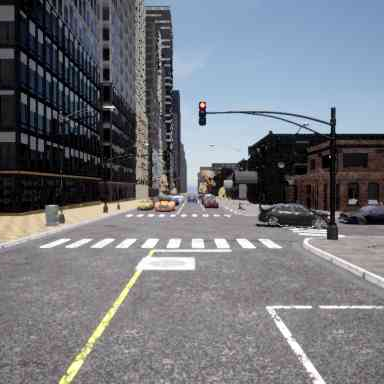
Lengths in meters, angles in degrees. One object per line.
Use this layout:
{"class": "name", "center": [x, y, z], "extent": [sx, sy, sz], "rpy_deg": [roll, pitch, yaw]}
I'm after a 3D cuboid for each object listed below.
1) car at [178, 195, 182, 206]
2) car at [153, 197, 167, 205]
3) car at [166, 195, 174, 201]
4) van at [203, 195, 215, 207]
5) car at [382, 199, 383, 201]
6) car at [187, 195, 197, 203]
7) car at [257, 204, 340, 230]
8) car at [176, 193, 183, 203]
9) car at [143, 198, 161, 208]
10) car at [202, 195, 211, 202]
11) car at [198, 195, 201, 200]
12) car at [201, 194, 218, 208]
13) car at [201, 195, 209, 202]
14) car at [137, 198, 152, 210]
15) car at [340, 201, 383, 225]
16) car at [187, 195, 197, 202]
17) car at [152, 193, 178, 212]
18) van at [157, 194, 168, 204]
{"class": "car", "center": [-3.076, 1.552, 54.154], "extent": [1.994, 1.385, 4.181], "rpy_deg": [0, 0, 0]}
{"class": "car", "center": [-5.654, 1.553, 58.859], "extent": [1.947, 1.339, 4.313], "rpy_deg": [-1, 0, 0]}
{"class": "car", "center": [-5.648, 1.509, 86.909], "extent": [1.752, 1.417, 4.829], "rpy_deg": [-1, 0, 0]}
{"class": "van", "center": [2.688, 1.329, 53.157], "extent": [1.690, 1.788, 3.998], "rpy_deg": [-1, 0, 0]}
{"class": "car", "center": [16.532, 1.415, 27.221], "extent": [5.009, 1.841, 2.192], "rpy_deg": [1, 0, 1]}
{"class": "car", "center": [0.016, 1.339, 70.043], "extent": [2.097, 1.767, 4.553], "rpy_deg": [0, 0, 0]}
{"class": "car", "center": [6.810, 1.564, 21.993], "extent": [4.892, 1.490, 1.837], "rpy_deg": [2, 3, 13]}
{"class": "car", "center": [-2.982, 1.207, 69.507], "extent": [2.150, 2.045, 5.566], "rpy_deg": [0, 0, 0]}
{"class": "car", "center": [-5.657, 1.555, 47.569], "extent": [1.947, 1.339, 4.313], "rpy_deg": [-1, 0, 0]}
{"class": "car", "center": [3.163, 1.488, 73.421], "extent": [1.837, 1.490, 4.892], "rpy_deg": [0, 0, 0]}
{"class": "car", "center": [2.688, 1.302, 58.801], "extent": [2.192, 1.841, 5.009], "rpy_deg": [-1, 0, 0]}
{"class": "car", "center": [2.688, 1.429, 47.513], "extent": [1.967, 1.590, 4.097], "rpy_deg": [-1, 0, 0]}
{"class": "car", "center": [3.165, 1.488, 80.422], "extent": [1.837, 1.490, 4.892], "rpy_deg": [0, 0, 0]}
{"class": "car", "center": [-5.830, 1.515, 41.756], "extent": [1.752, 1.417, 4.829], "rpy_deg": [-1, 0, 0]}
{"class": "car", "center": [13.851, 1.662, 24.690], "extent": [5.357, 1.411, 2.033], "rpy_deg": [1, 1, 2]}
{"class": "car", "center": [0.019, 1.430, 78.857], "extent": [2.128, 1.511, 4.902], "rpy_deg": [0, 0, 0]}
{"class": "car", "center": [-3.092, 1.343, 38.572], "extent": [2.097, 1.767, 4.553], "rpy_deg": [0, 0, 0]}
{"class": "van", "center": [-5.657, 1.327, 64.502], "extent": [1.690, 1.788, 3.998], "rpy_deg": [-1, 0, 0]}
